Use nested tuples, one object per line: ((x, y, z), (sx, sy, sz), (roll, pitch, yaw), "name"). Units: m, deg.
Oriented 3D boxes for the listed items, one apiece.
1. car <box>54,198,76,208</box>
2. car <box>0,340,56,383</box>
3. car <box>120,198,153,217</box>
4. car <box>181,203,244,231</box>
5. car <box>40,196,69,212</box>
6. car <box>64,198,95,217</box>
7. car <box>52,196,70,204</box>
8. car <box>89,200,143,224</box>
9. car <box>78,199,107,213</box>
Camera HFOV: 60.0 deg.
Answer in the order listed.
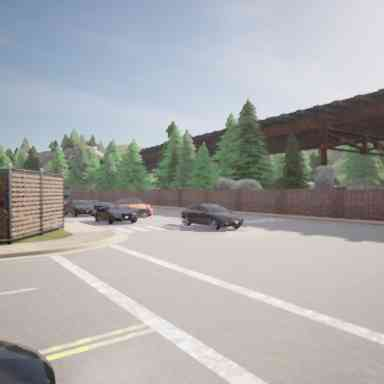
((-18.415, 1.561, 48.078), (1.994, 1.385, 4.181), (0, 0, -36), "car")
((-3.093, 1.526, 1.536), (4.674, 1.442, 1.812), (0, 0, -36), "car")
((-5.318, 1.350, 29.990), (2.097, 1.767, 4.553), (0, 0, -36), "car")
((1.155, 1.502, 21.011), (1.837, 1.490, 4.892), (0, 0, -36), "car")
((-16.103, 1.350, 38.880), (2.097, 1.767, 4.553), (0, 0, -36), "car")
((-10.711, 1.503, 31.461), (1.837, 1.490, 4.892), (0, 0, -36), "car")
((-25.072, 1.474, 63.473), (1.882, 1.535, 5.008), (0, -1, -36), "car")
((-5.677, 1.562, 24.526), (1.994, 1.385, 4.181), (0, 0, -36), "car")
((-11.626, 1.561, 38.671), (1.994, 1.385, 4.181), (0, 0, -37), "car")
